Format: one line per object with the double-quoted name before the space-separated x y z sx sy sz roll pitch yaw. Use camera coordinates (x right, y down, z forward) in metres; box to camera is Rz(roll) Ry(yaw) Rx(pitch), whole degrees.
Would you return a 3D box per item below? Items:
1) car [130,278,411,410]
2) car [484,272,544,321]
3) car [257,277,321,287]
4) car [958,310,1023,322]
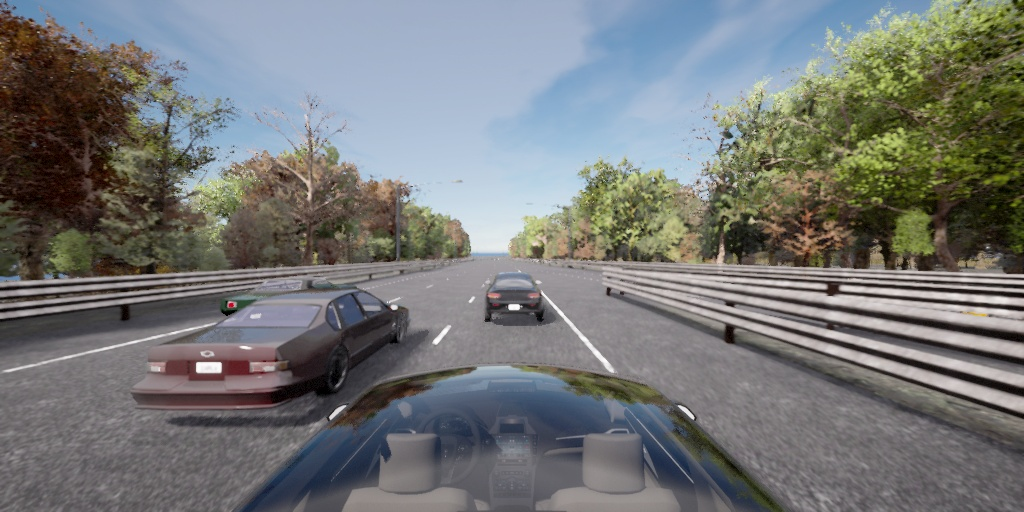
"car" -3.417 1.297 6.536 2.033 1.411 5.357 0 0 0
"car" 0.046 1.275 12.387 1.812 1.442 4.674 0 0 0
"car" -6.950 1.352 11.939 1.895 1.301 4.718 0 0 0
"car" 13.824 1.251 7.727 1.801 1.575 5.366 0 0 -14
